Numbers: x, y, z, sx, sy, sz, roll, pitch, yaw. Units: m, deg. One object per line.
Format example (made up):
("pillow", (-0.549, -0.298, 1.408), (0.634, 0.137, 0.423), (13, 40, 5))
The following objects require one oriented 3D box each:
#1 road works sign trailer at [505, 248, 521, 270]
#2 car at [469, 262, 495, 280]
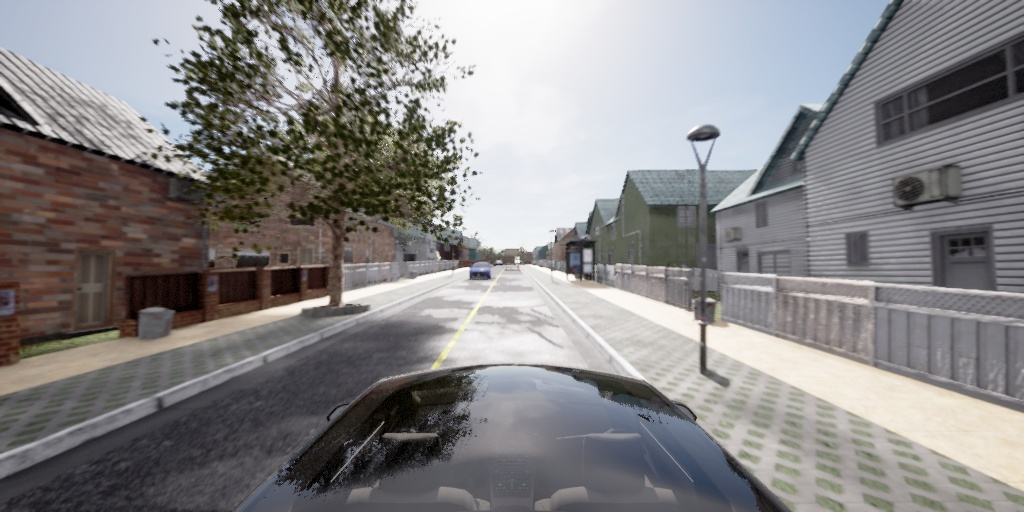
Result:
("road works sign trailer", (0.005, 0.459, 57.580), (2.380, 3.560, 2.880), (0, 0, 1))
("car", (-2.837, 1.317, 33.098), (1.882, 1.535, 5.008), (0, 0, 0))
